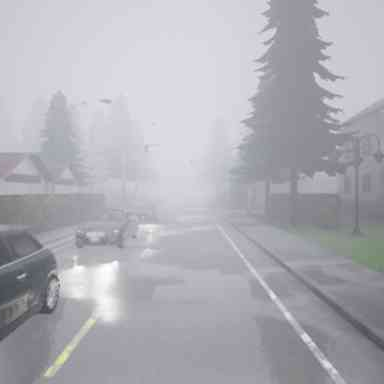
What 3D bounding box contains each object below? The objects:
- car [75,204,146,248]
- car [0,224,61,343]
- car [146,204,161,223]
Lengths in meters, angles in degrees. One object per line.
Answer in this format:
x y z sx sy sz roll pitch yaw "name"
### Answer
-3.585 1.493 14.738 2.128 1.511 4.902 0 0 0 "car"
-3.599 1.351 4.550 2.097 1.767 4.553 0 0 0 "car"
-3.506 1.615 25.771 1.994 1.385 4.181 0 0 0 "car"
